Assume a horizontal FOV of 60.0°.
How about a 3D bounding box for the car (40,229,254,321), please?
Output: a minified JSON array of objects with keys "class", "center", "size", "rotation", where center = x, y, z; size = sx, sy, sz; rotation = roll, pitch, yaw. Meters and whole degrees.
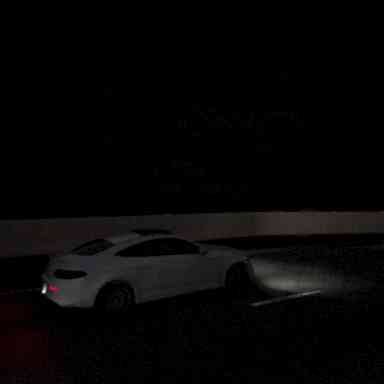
[{"class":"car","center":[-0.753,1.553,7.297],"size":[4.674,1.442,1.812],"rotation":[1,0,-34]}]
